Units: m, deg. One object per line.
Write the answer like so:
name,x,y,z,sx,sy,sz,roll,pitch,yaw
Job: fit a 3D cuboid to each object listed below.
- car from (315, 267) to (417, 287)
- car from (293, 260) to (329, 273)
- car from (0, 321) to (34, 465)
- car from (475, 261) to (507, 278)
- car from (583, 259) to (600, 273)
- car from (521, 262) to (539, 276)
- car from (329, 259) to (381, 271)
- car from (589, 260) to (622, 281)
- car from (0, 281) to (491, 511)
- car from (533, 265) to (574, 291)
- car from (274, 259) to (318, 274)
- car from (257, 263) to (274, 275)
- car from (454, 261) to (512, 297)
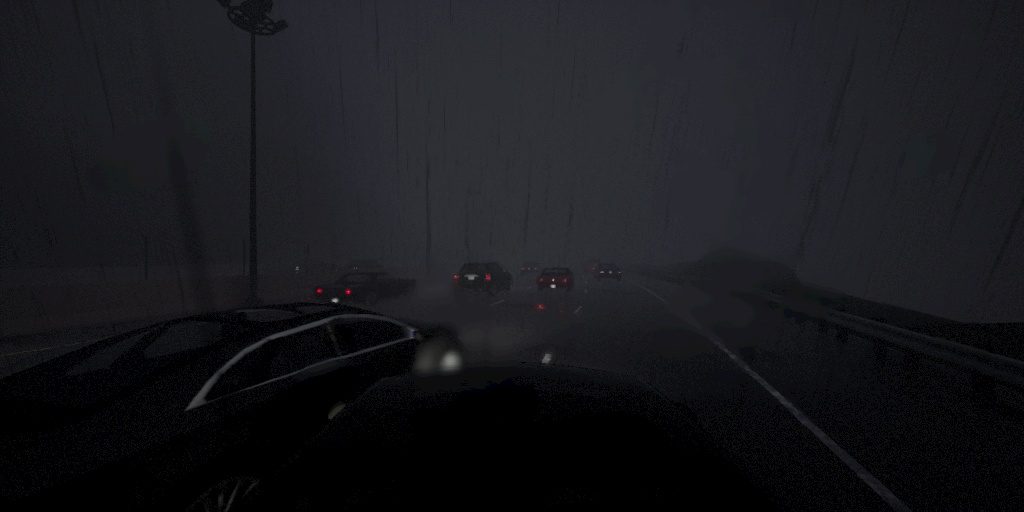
car,-5.986,1.351,15.459,1.895,1.301,4.718,0,0,15
car,-16.829,1.314,31.958,1.994,1.385,4.181,0,0,10
car,-6.497,1.351,1.703,1.895,1.301,4.718,0,0,19
car,-1.925,1.240,35.068,2.128,1.511,4.902,0,0,9
car,9.605,1.102,42.679,2.097,1.767,4.553,0,0,7
car,2.029,1.297,37.781,2.033,1.411,5.357,0,0,8
car,-13.369,1.102,31.451,2.097,1.767,4.553,0,0,10
car,7.954,1.297,30.161,2.033,1.411,5.357,0,0,8
car,-2.149,1.242,3.718,2.128,1.511,4.902,0,0,18
car,2.748,1.351,21.759,1.895,1.301,4.718,0,0,12
car,-19.922,1.102,34.558,2.097,1.767,4.553,0,0,9
car,-23.279,1.314,35.663,1.994,1.385,4.181,0,0,9
car,-1.443,1.102,19.274,2.097,1.767,4.553,0,0,14
